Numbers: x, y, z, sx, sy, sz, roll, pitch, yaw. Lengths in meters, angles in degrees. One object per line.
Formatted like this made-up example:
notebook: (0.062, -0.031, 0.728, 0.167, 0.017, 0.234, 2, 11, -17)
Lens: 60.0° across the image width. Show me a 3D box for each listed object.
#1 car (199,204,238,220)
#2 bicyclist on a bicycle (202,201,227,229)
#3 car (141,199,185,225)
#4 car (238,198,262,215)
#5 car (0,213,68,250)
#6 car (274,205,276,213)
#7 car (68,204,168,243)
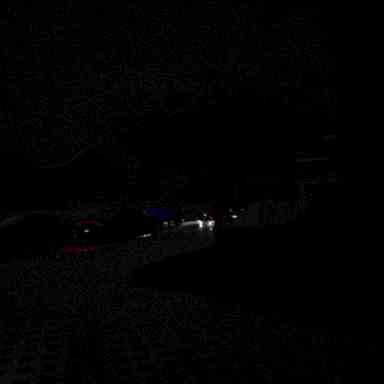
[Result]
car: (2.406, 1.944, 33.459, 2.128, 1.511, 4.902, -3, -2, 29)
bicyclist on a bicycle: (1.265, 1.320, 19.191, 1.656, 1.620, 0.582, -3, -2, 29)
car: (-2.599, 1.536, 24.338, 2.150, 2.045, 5.566, -3, -2, 28)
car: (7.528, 1.823, 42.795, 2.150, 2.045, 5.566, -3, -2, 31)
car: (-7.639, 1.709, 15.290, 1.812, 1.442, 4.674, -3, -2, 32)
car: (12.926, 2.038, 46.597, 1.882, 1.535, 5.008, -3, -2, 29)
car: (-3.384, 1.561, 16.501, 1.882, 1.535, 5.008, -3, -2, 27)
